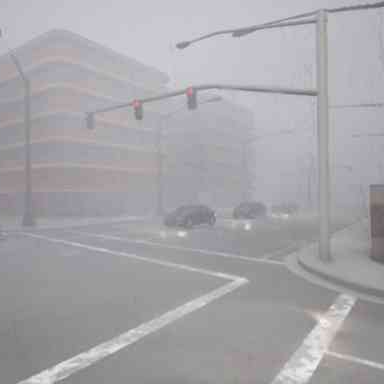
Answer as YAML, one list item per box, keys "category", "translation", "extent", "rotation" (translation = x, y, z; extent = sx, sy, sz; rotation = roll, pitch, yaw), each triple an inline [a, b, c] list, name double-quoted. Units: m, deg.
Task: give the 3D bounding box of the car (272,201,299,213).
- category: "car"
  translation: [11.281, 1.791, 40.028]
  extent: [1.895, 1.301, 4.718]
  rotation: [-1, -1, 35]

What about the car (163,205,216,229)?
- category: "car"
  translation: [-0.067, 1.693, 23.533]
  extent: [1.837, 1.490, 4.892]
  rotation: [-1, -1, 35]

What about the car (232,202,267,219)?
- category: "car"
  translation: [5.520, 1.694, 31.659]
  extent: [1.837, 1.490, 4.892]
  rotation: [-1, -1, 35]
